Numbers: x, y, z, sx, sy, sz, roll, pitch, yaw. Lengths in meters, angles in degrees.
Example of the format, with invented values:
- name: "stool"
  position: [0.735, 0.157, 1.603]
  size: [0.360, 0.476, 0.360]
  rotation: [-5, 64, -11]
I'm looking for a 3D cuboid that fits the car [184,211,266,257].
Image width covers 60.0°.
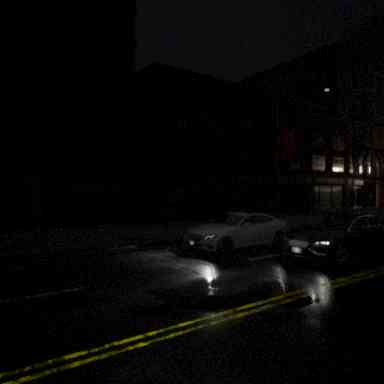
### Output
- name: "car"
  position: [1.892, 1.491, 13.005]
  size: [4.674, 1.442, 1.812]
  rotation: [0, 0, -36]

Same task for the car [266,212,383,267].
- name: "car"
  position: [5.106, 1.451, 11.317]
  size: [4.902, 1.511, 2.128]
  rotation: [0, 0, -35]
